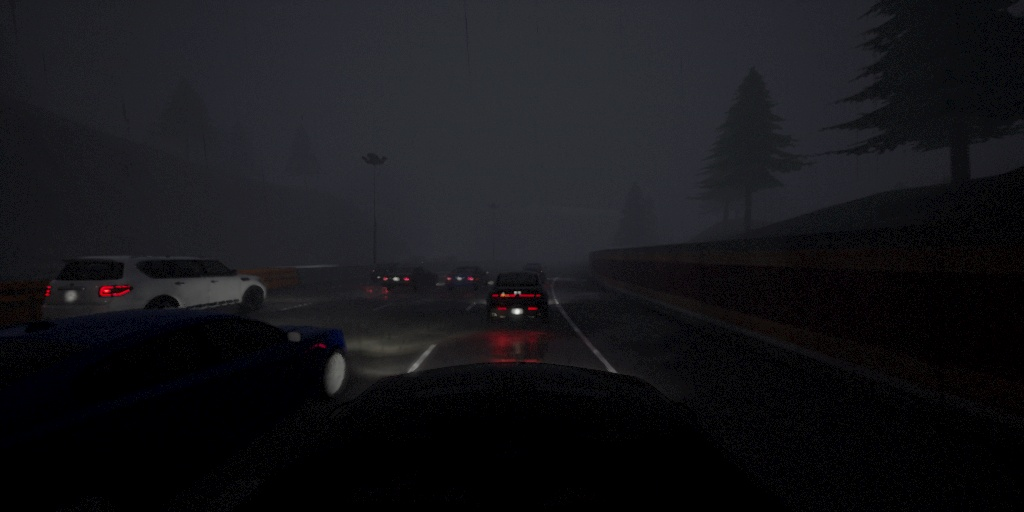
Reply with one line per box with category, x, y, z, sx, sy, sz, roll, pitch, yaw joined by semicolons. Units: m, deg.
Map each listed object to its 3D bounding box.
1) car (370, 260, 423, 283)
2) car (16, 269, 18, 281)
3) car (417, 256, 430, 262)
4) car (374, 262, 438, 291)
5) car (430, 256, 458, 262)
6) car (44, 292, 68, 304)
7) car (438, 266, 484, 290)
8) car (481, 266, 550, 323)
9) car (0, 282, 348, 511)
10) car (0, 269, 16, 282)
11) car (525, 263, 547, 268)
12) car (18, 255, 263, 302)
car;-8.992;1.265;27.502;2.128;1.511;4.902;0;0;8
car;-27.321;1.398;22.693;1.994;1.385;4.181;0;0;6
car;-14.282;1.136;63.727;2.097;1.767;4.553;0;0;21
car;-6.147;1.313;22.221;2.033;1.411;5.357;0;0;6
car;-11.252;0.998;61.839;2.150;2.045;5.566;0;0;21
car;-6.902;1.265;2.236;2.128;1.511;4.902;0;0;0
car;-2.629;1.302;22.227;2.033;1.411;5.357;0;0;6
car;0.217;1.252;12.155;1.837;1.490;4.892;0;0;2
car;-3.399;1.238;3.407;1.882;1.535;5.008;0;0;0
car;-30.865;1.446;22.681;1.895;1.301;4.718;0;0;5
car;1.752;1.265;28.512;1.812;1.442;4.674;0;0;8
car;-10.322;1.003;11.123;2.150;2.045;5.566;0;0;1
